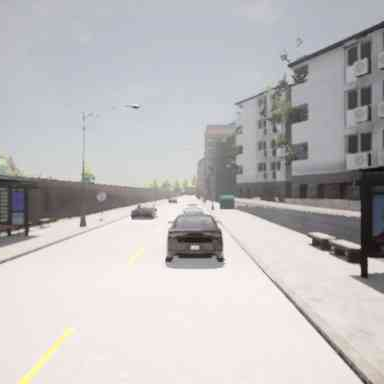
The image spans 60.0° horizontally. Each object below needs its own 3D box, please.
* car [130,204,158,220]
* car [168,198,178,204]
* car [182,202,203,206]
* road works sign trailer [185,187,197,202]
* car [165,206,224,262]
[{"bbox_3d":[-4.100,1.698,29.038,1.895,1.301,4.718,0,0,0],"label":"car"},{"bbox_3d":[-4.000,1.823,70.223,1.895,1.301,4.718,0,0,0],"label":"car"},{"bbox_3d":[0.085,1.630,31.207,1.812,1.442,4.674,0,0,0],"label":"car"},{"bbox_3d":[0.000,0.726,78.493,2.380,3.560,2.880,0,0,0],"label":"road works sign trailer"},{"bbox_3d":[0.094,1.519,12.404,1.882,1.535,5.008,0,0,0],"label":"car"}]
